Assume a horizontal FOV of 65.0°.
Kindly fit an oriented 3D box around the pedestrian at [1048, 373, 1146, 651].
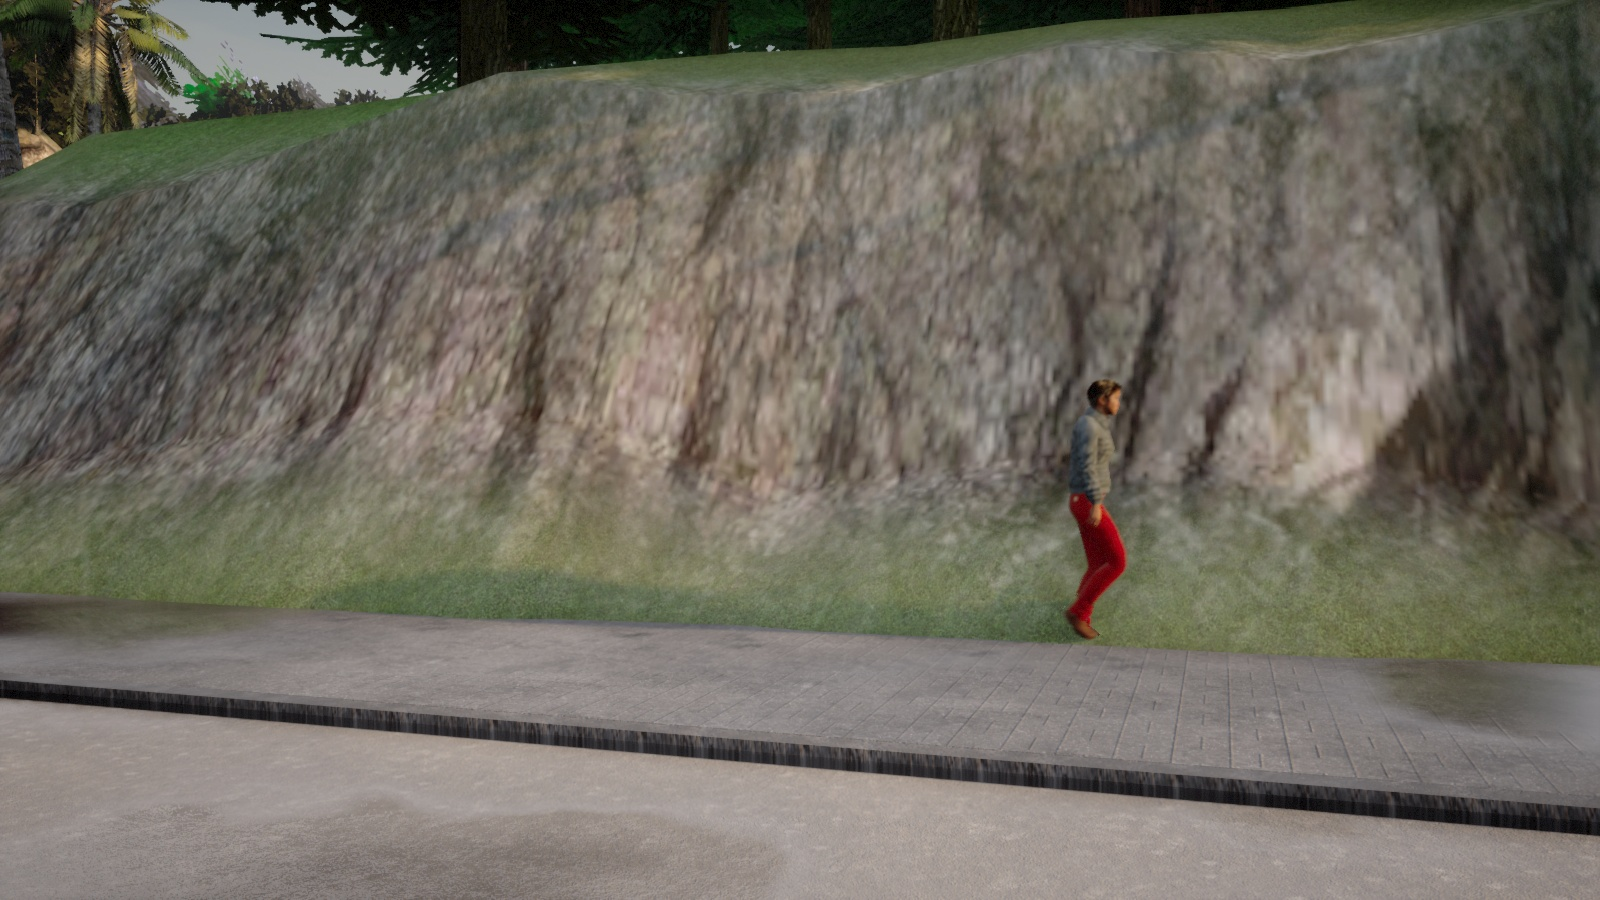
[{"bbox_3d":[2.034,0.407,8.588,0.614,1.847,0.353,1,1,18],"label":"pedestrian"}]
